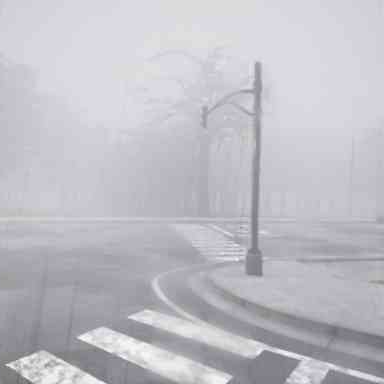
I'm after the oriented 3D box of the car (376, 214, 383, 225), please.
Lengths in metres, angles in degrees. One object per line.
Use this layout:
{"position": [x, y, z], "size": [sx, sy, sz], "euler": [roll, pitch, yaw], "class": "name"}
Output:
{"position": [18.486, 2.209, 28.847], "size": [5.008, 1.535, 1.882], "euler": [1, 1, -11], "class": "car"}
